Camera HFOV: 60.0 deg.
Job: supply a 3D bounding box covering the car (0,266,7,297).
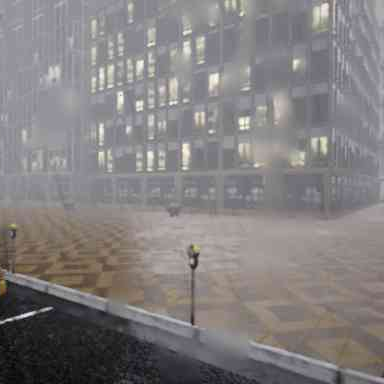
[{"bbox_3d":[-5.714,1.491,6.945,4.829,1.417,1.752,0,0,36],"label":"car"}]
